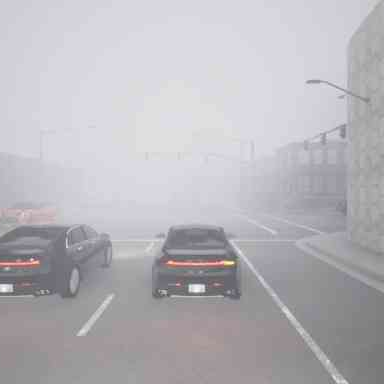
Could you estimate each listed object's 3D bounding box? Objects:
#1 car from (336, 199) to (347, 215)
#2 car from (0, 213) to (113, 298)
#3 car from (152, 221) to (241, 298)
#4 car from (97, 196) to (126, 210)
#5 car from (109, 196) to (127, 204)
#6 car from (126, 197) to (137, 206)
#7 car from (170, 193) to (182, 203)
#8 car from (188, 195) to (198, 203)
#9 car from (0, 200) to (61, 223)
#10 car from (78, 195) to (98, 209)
[{"bbox_3d":[14.904,0.764,27.510,5.566,2.045,2.150,-5,0,0],"label":"car"},{"bbox_3d":[-3.396,1.505,8.483,1.837,1.490,4.892,0,0,0],"label":"car"},{"bbox_3d":[0.104,1.505,8.467,1.837,1.490,4.892,0,0,0],"label":"car"},{"bbox_3d":[-10.504,1.547,43.602,2.033,1.411,5.357,0,0,-2],"label":"car"},{"bbox_3d":[-13.861,1.491,62.677,2.128,1.511,4.902,0,0,1],"label":"car"},{"bbox_3d":[-10.419,1.547,55.954,2.033,1.411,5.357,0,0,0],"label":"car"},{"bbox_3d":[-3.294,1.221,68.245,2.150,2.045,5.566,0,0,0],"label":"car"},{"bbox_3d":[0.206,1.352,68.179,2.097,1.767,4.553,0,0,0],"label":"car"},{"bbox_3d":[-10.536,1.352,21.314,2.097,1.767,4.553,0,0,0],"label":"car"},{"bbox_3d":[-13.962,1.352,45.714,2.097,1.767,4.553,0,0,0],"label":"car"}]
